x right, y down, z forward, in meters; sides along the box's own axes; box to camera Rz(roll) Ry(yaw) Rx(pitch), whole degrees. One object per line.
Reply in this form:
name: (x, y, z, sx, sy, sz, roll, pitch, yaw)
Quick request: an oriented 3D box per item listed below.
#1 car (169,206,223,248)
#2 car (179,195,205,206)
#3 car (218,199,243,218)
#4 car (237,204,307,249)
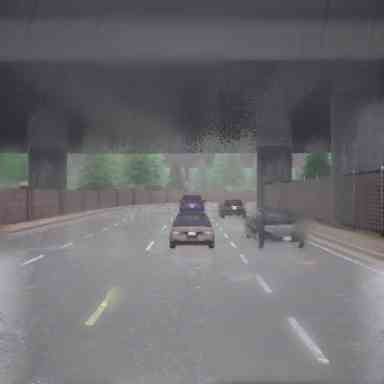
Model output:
car: (0.000, 1.563, 14.650, 2.033, 1.411, 5.357, 0, 0, 0)
car: (0.000, 1.258, 29.680, 2.150, 2.045, 5.566, 0, 0, 0)
car: (3.500, 1.366, 29.620, 2.097, 1.767, 4.553, 0, 0, 0)
car: (3.500, 1.495, 14.650, 2.128, 1.511, 4.902, 0, 0, 0)
